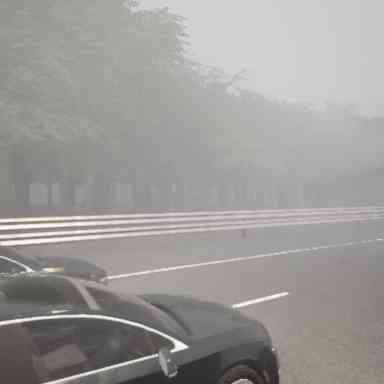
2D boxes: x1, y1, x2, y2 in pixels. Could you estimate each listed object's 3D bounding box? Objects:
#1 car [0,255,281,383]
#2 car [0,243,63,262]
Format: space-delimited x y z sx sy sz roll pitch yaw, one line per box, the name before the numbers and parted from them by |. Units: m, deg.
car | -1.323 1.502 2.764 4.892 1.490 1.837 0 0 -35
car | -3.782 1.491 5.309 4.892 1.490 1.837 0 0 -35
